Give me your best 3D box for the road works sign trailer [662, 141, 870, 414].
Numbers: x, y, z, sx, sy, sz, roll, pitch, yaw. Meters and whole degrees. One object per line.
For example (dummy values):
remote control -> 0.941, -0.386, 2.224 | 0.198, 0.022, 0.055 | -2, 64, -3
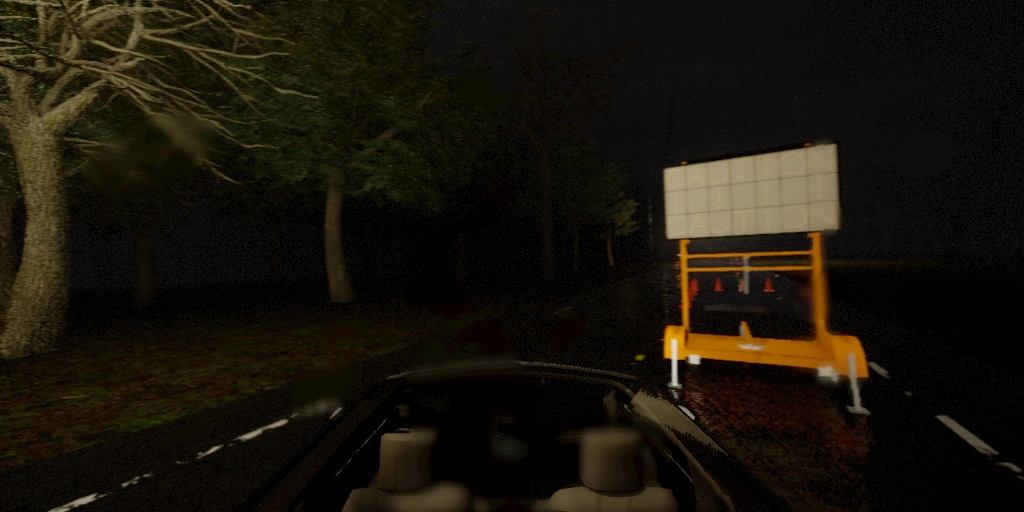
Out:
road works sign trailer -> 3.954, 0.086, 5.972 | 2.380, 3.560, 2.880 | 0, 0, 30
